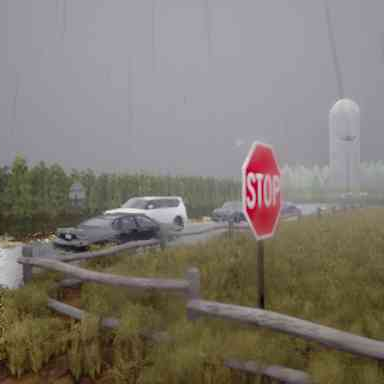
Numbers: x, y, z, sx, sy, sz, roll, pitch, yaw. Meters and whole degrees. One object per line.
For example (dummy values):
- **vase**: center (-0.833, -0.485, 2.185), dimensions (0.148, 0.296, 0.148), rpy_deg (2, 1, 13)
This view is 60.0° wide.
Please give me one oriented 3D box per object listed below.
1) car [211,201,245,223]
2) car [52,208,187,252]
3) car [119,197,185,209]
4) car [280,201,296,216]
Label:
- **car**: center (3.418, 1.485, 26.593), dimensions (2.097, 1.767, 4.553), rpy_deg (-1, -1, 36)
- **car**: center (-2.569, 1.525, 12.888), dimensions (2.033, 1.411, 5.357), rpy_deg (-1, -1, 35)
- **car**: center (-2.518, 1.272, 18.349), dimensions (2.150, 2.045, 5.566), rpy_deg (-1, -1, 36)
- **car**: center (9.339, 1.665, 34.780), dimensions (1.882, 1.535, 5.008), rpy_deg (-1, -1, 36)
